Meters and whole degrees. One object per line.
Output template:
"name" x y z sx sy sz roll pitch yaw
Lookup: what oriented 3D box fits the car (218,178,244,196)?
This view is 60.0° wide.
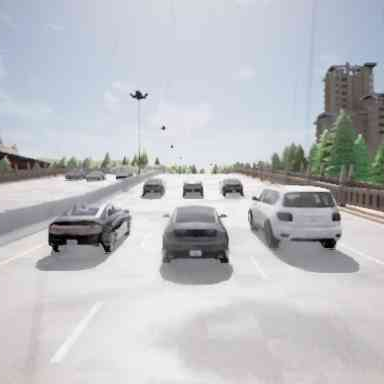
"car" 3.598 -0.556 30.679 1.837 1.490 4.892 0 6 0

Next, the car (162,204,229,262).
"car" 0.097 1.155 10.718 1.837 1.490 4.892 0 3 0

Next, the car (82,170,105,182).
"car" -14.071 -2.354 48.883 1.812 1.442 4.674 0 6 0

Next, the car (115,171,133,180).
"car" -10.558 -2.656 52.117 2.033 1.411 5.357 0 6 1

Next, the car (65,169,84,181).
"car" -17.568 -2.682 50.427 2.097 1.767 4.553 0 6 0

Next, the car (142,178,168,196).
"car" -3.402 -0.552 30.646 1.837 1.490 4.892 0 6 0

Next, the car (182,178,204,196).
"car" 0.098 -0.580 30.782 2.128 1.511 4.902 0 6 0

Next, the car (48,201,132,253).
"car" -3.402 1.077 11.851 2.128 1.511 4.902 0 3 0

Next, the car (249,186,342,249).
"car" 3.599 0.764 12.563 2.150 2.045 5.566 0 3 0
